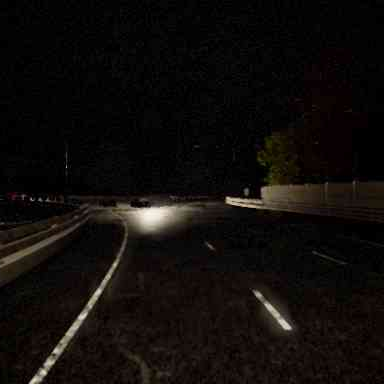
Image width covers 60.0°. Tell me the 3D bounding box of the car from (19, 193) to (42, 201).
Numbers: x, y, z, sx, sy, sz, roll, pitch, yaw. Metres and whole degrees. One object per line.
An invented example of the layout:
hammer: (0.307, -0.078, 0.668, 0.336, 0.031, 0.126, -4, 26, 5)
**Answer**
car: (-39.711, 1.496, 81.605, 5.008, 1.535, 1.882, 0, 0, 37)

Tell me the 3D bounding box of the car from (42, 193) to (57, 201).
car: (-37.378, 1.237, 84.232, 5.566, 2.045, 2.150, 0, 0, 37)

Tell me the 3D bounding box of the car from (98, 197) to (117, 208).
car: (-12.212, 1.493, 48.111, 1.812, 1.442, 4.674, 0, 0, -27)

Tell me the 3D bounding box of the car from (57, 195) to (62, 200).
car: (-36.070, 1.551, 87.649, 4.181, 1.385, 1.994, 0, 0, 37)

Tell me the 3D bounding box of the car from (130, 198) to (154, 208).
car: (-7.202, 1.511, 45.879, 1.994, 1.385, 4.181, 0, 0, -25)

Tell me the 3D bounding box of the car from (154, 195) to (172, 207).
car: (-4.629, 1.281, 48.559, 2.097, 1.767, 4.553, 0, 0, -26)
